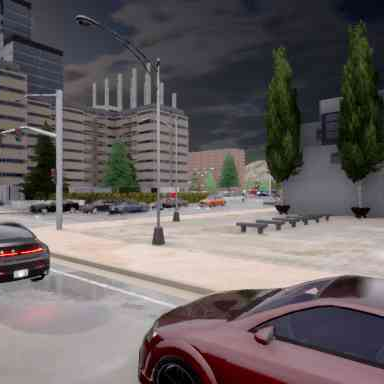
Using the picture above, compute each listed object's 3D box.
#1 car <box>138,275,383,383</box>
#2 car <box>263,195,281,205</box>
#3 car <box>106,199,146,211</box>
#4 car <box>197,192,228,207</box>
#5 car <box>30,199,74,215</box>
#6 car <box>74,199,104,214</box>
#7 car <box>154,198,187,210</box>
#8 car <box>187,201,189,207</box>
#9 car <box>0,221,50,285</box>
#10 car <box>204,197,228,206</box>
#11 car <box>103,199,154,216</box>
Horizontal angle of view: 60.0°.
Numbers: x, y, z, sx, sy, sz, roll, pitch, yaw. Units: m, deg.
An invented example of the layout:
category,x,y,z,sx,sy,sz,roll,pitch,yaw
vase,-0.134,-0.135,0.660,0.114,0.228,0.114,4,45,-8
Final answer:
category,x,y,z,sx,sy,sz,roll,pitch,yaw
car,1.446,1.564,3.208,4.181,1.385,1.994,0,0,37
car,14.153,1.601,57.247,1.895,1.301,4.718,0,0,40
car,-8.268,1.601,41.909,1.895,1.301,4.718,0,0,40
car,3.035,1.352,49.817,2.097,1.767,4.553,0,0,40
car,-14.302,1.478,34.783,1.882,1.535,5.008,0,0,40
car,-9.446,1.505,35.102,1.837,1.490,4.892,0,0,40
car,-3.365,1.491,42.281,2.128,1.511,4.902,0,0,40
car,-2.402,1.564,48.825,1.994,1.385,4.181,0,0,41
car,-5.535,1.505,8.714,4.892,1.490,1.837,0,0,40
car,4.072,1.564,56.426,1.994,1.385,4.181,0,0,41
car,-6.233,1.564,33.169,1.994,1.385,4.181,0,0,40
